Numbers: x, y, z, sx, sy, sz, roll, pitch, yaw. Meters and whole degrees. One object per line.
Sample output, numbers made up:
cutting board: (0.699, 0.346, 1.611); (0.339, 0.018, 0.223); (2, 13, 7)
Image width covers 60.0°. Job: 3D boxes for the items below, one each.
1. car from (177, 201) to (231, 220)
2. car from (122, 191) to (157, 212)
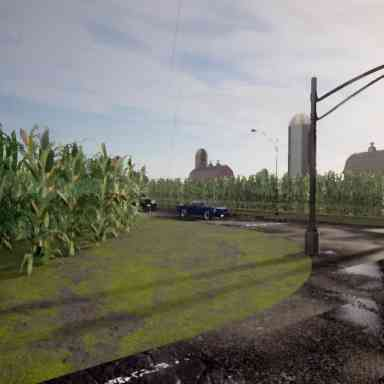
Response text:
car: (0.880, 1.400, 26.089); (1.895, 1.301, 4.718); (2, 0, -38)
car: (-5.853, 0.935, 34.773); (2.150, 2.045, 5.566); (2, -1, -38)
